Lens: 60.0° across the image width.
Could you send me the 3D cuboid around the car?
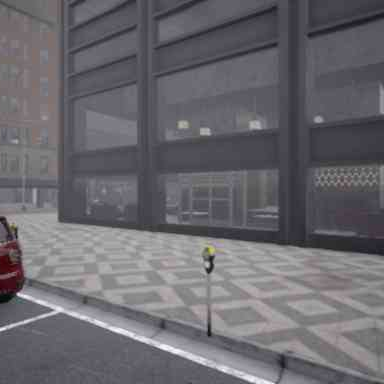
[{"bbox_3d":[-5.362,1.250,6.686,5.009,1.841,2.192,1,0,36],"label":"car"}]
